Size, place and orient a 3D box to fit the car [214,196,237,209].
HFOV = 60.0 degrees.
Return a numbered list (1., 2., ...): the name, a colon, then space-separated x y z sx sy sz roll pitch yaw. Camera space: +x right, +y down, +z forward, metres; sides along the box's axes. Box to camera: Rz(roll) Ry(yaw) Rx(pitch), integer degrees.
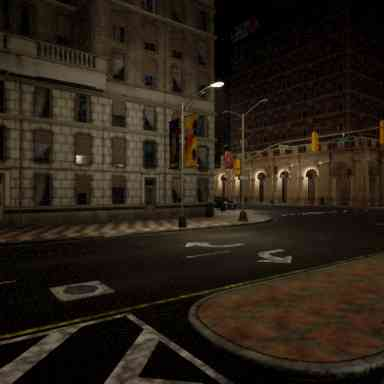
1. car: 3.771 1.352 43.678 2.097 1.767 4.553 0 0 -36
